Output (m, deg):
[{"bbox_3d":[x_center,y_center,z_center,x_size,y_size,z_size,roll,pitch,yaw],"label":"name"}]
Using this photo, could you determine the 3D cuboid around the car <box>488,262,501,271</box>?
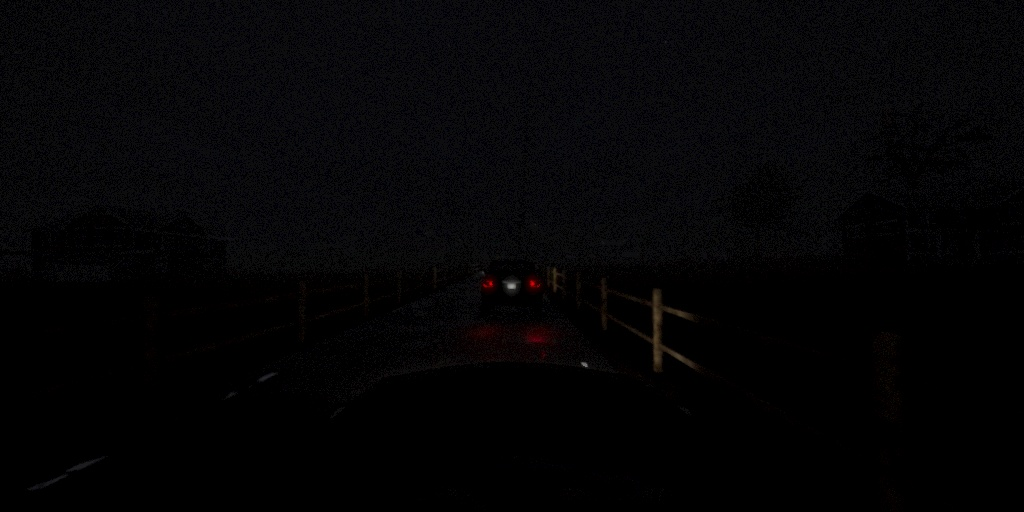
[{"bbox_3d":[-2.831,1.748,59.588,1.895,1.301,4.718,0,0,0],"label":"car"}]

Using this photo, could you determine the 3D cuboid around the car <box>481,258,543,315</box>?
[{"bbox_3d":[0.008,1.100,14.461,2.150,2.045,5.566,0,0,0],"label":"car"}]
